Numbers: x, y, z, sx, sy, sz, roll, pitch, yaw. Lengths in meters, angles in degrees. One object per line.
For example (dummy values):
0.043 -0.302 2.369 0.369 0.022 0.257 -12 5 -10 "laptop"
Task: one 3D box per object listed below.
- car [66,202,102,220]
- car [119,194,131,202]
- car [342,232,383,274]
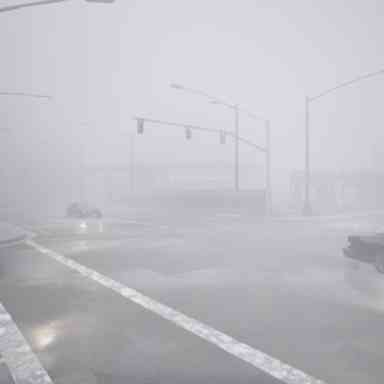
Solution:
-9.332 1.577 28.534 1.812 1.442 4.674 0 0 -39 "car"
-13.434 1.290 71.678 4.611 1.667 2.242 0 0 -37 "car"
6.751 1.552 8.460 2.033 1.411 5.357 0 0 -39 "car"
